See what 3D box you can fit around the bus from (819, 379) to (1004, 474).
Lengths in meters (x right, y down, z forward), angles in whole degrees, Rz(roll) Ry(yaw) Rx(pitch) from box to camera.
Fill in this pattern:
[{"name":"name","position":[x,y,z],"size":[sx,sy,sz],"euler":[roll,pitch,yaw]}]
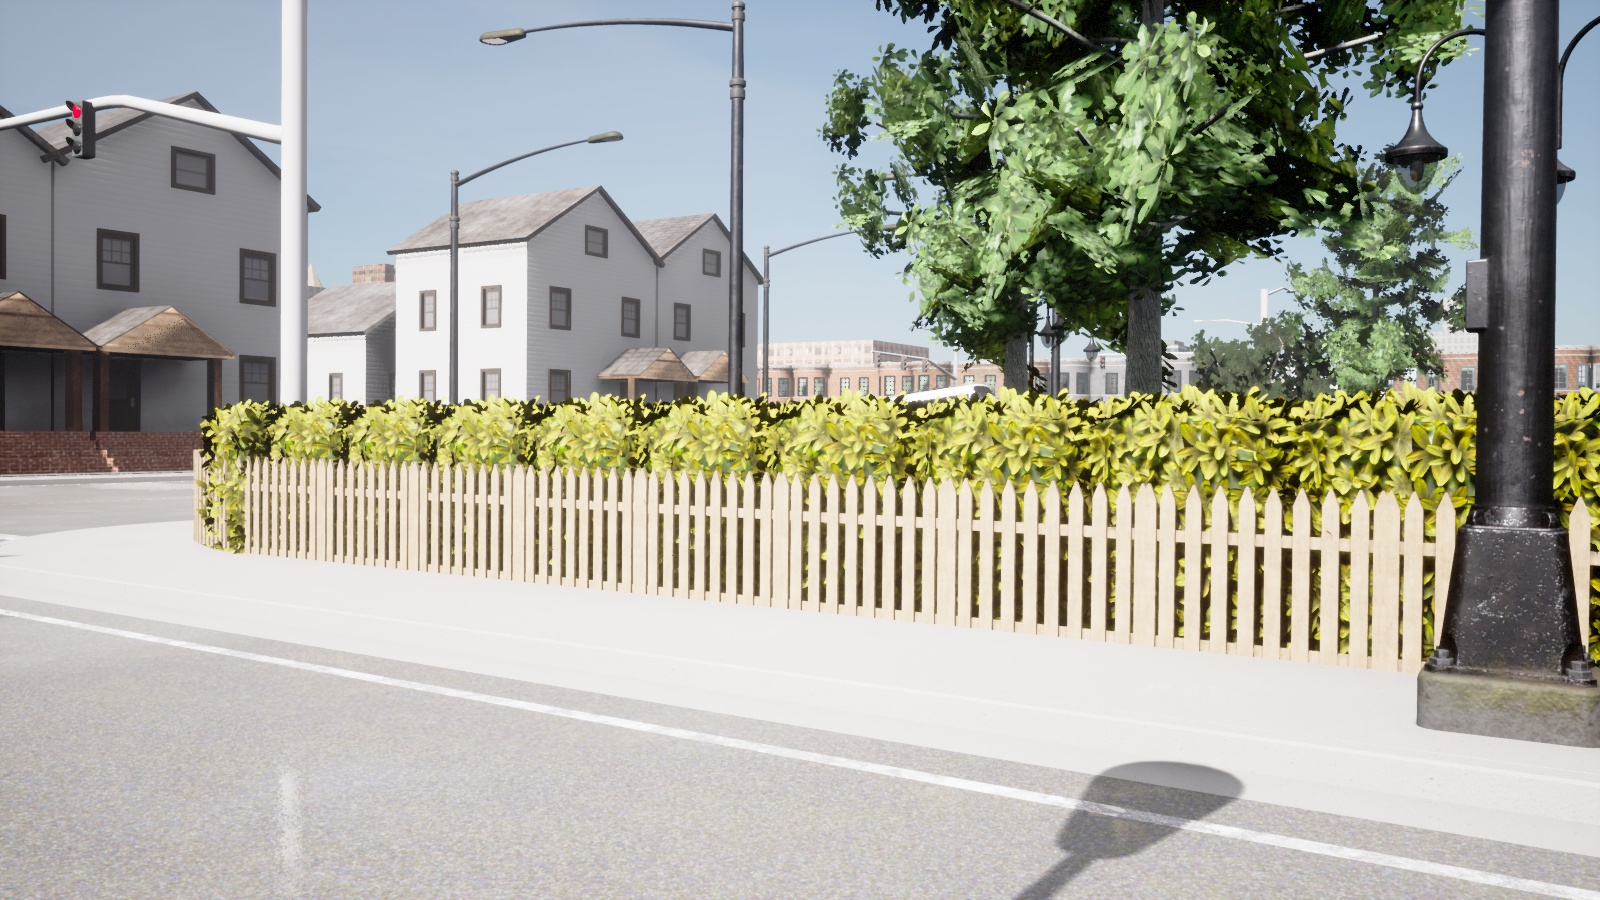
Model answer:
[{"name":"bus","position":[6.772,-1.343,77.223],"size":[10.273,4.253,3.944],"euler":[-9,-4,32]}]
